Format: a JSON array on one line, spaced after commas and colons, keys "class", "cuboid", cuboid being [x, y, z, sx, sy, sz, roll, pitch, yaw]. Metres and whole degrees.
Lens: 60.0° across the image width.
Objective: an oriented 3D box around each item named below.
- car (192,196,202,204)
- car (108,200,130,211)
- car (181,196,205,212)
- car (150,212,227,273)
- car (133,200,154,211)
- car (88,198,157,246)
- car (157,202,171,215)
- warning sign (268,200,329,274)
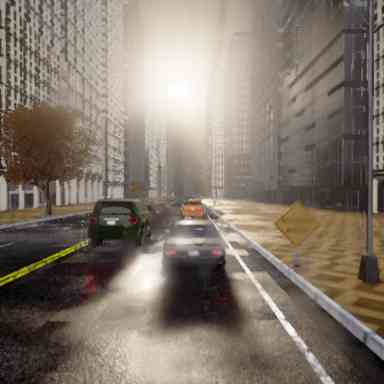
[{"class": "car", "cuboid": [1.129, 1.760, 75.084, 2.097, 1.767, 4.553, 0, 0, 0]}, {"class": "car", "cuboid": [-9.847, 1.845, 45.031, 1.895, 1.301, 4.718, 0, 0, 0]}, {"class": "car", "cuboid": [0.084, 1.520, 31.015, 2.097, 1.767, 4.553, 0, 0, 0]}, {"class": "car", "cuboid": [0.065, 1.607, 10.886, 2.033, 1.411, 5.357, 0, 0, 0]}, {"class": "car", "cuboid": [-6.597, 1.795, 45.609, 2.033, 1.411, 5.357, 0, 0, 0]}, {"class": "car", "cuboid": [-3.163, 1.308, 15.750, 2.150, 2.045, 5.566, 0, 0, 0]}, {"class": "car", "cuboid": [-3.161, 1.707, 33.329, 1.812, 1.442, 4.674, 0, 0, 0]}, {"class": "warning sign", "cuboid": [2.864, 1.166, 9.090, 1.300, 1.860, 1.060, 1, 1, 0]}]
